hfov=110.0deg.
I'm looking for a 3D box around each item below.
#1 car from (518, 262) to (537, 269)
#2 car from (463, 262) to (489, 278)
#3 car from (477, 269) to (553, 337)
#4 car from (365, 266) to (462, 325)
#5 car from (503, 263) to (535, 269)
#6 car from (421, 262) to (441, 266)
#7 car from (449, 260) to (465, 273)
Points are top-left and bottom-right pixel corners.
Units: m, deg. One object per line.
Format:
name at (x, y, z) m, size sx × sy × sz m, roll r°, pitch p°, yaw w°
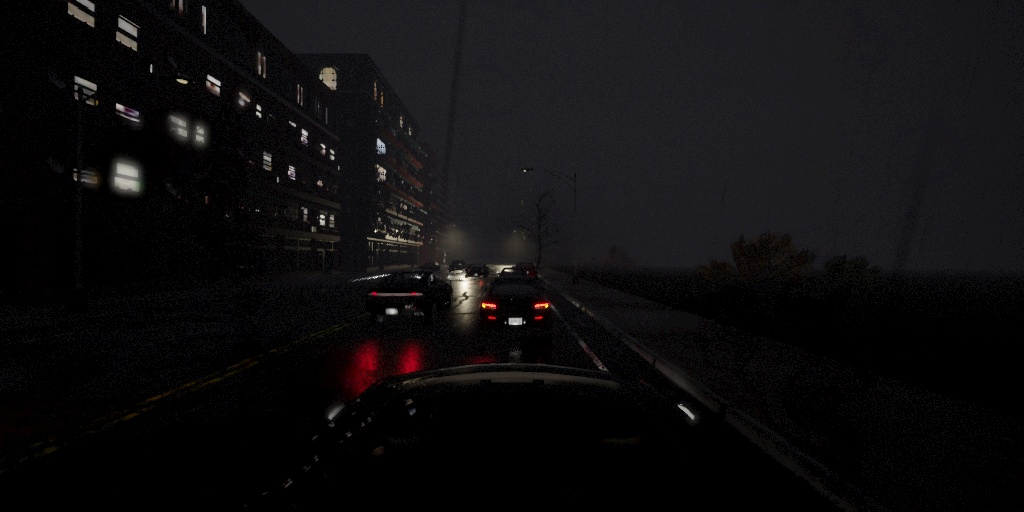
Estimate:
car at (1.068, 1.232, 29.919) m, size 1.882 × 1.535 × 5.008 m, roll 0°, pitch 0°, yaw 0°
car at (-3.232, 1.355, 34.424) m, size 1.895 × 1.301 × 4.718 m, roll 0°, pitch 0°, yaw 0°
car at (0.071, 1.277, 10.224) m, size 1.812 × 1.442 × 4.674 m, roll 0°, pitch 0°, yaw 0°
car at (-3.176, 1.243, 11.888) m, size 2.128 × 1.511 × 4.902 m, roll 0°, pitch 0°, yaw 0°
car at (0.055, 1.317, 20.391) m, size 1.994 × 1.385 × 4.181 m, roll 0°, pitch 0°, yaw 0°
car at (-9.954, 1.354, 43.440) m, size 1.895 × 1.301 × 4.718 m, roll 0°, pitch 0°, yaw 0°
car at (-6.706, 1.258, 44.670) m, size 1.837 × 1.490 × 4.892 m, roll 0°, pitch 0°, yaw 0°
